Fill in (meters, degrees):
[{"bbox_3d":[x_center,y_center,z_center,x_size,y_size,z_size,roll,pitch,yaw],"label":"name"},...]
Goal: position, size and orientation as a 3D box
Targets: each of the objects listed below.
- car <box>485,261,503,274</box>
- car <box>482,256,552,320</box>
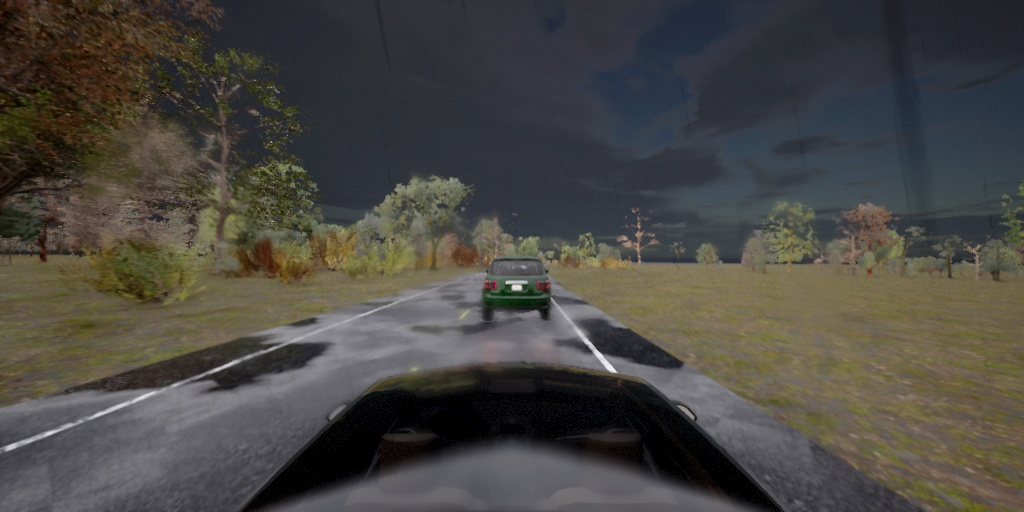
[{"bbox_3d":[-2.259,1.486,46.715,1.882,1.535,5.008,0,-1,4],"label":"car"},{"bbox_3d":[0.189,1.027,13.060,2.150,2.045,5.566,0,0,1],"label":"car"}]
